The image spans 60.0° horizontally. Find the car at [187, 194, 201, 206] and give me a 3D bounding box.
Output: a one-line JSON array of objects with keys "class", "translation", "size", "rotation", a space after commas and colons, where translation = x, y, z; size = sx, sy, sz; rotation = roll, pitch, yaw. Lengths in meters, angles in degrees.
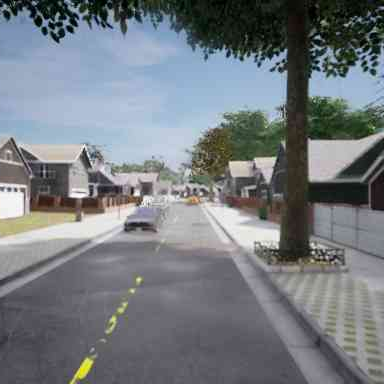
[{"class": "car", "translation": [0.175, 1.608, 58.428], "size": [1.882, 1.535, 5.008], "rotation": [0, 0, 2]}]

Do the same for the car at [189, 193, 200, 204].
[{"class": "car", "translation": [0.559, 1.332, 68.826], "size": [2.150, 2.045, 5.566], "rotation": [0, 0, 3]}]

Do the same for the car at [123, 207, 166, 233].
[{"class": "car", "translation": [-2.774, 1.601, 20.167], "size": [2.033, 1.411, 5.357], "rotation": [0, 0, 1]}]

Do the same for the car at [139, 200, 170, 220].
[{"class": "car", "translation": [-2.746, 1.314, 25.381], "size": [1.895, 1.301, 4.718], "rotation": [0, 0, 0]}]
